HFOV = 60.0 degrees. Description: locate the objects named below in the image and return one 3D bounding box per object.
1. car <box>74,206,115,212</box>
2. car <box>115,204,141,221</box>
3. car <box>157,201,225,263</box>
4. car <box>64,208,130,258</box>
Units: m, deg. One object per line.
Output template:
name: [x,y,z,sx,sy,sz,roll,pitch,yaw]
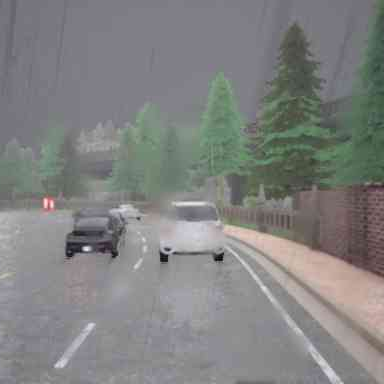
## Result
car: [-8.466,1.849,27.489,2.033,1.411,5.357,0,-1,-32]
car: [-6.210,1.858,30.342,1.812,1.442,4.674,1,-1,-34]
car: [-0.151,1.366,12.787,2.150,2.045,5.566,0,0,-5]
car: [-3.772,1.657,13.554,1.837,1.490,4.892,0,0,-6]
